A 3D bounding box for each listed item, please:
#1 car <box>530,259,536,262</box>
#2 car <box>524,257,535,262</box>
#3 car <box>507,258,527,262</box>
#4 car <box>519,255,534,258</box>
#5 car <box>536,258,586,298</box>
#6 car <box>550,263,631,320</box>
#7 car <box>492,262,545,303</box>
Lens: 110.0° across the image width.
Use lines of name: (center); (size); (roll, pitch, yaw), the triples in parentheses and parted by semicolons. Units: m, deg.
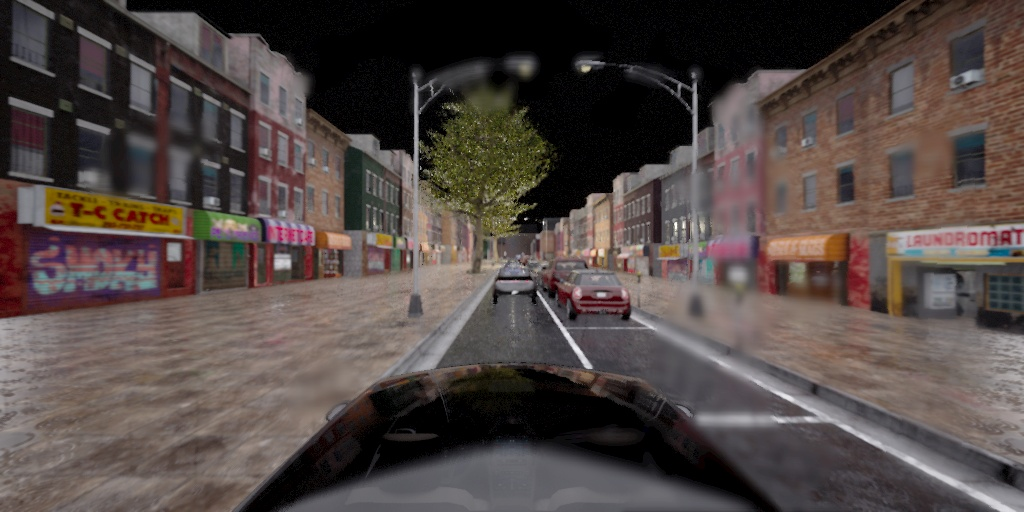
car: (2.648, 1.206, 29.342); (1.751, 1.417, 4.829); (0, 0, 0)
car: (2.654, 1.167, 45.797); (2.007, 1.370, 4.403); (0, 0, 0)
car: (0.112, 1.205, 35.715); (2.033, 1.411, 5.357); (0, 0, 0)
car: (2.658, 0.881, 56.879); (2.192, 1.841, 5.009); (0, 0, 0)
car: (2.644, 1.029, 18.089); (2.192, 1.841, 5.009); (0, 0, 0)
car: (2.642, 1.169, 12.547); (1.967, 1.591, 4.097); (0, 0, 0)
car: (0.105, 1.211, 16.371); (2.128, 1.511, 4.902); (0, 0, 0)
